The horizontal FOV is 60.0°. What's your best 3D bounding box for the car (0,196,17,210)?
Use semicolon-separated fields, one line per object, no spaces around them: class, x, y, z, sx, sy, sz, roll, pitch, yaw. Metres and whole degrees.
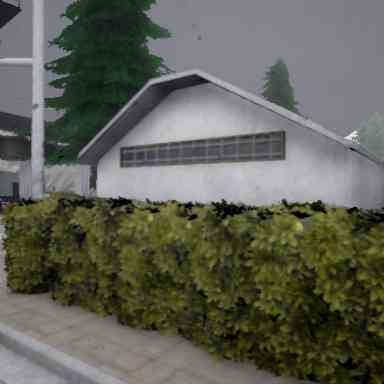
car;-19.829;1.259;34.878;4.611;1.667;2.242;0;0;35

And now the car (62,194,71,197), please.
car;-13.022;1.119;37.008;3.866;1.878;1.905;0;0;35
